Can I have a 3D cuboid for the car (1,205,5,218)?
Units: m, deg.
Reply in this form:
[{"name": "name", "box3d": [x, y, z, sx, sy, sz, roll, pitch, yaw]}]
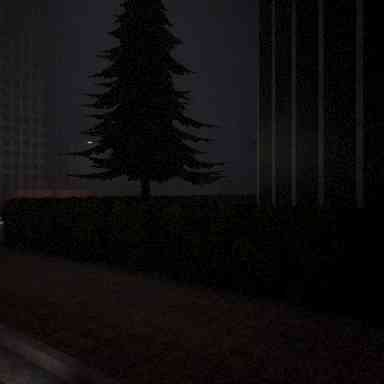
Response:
[{"name": "car", "box3d": [-13.066, 1.558, 28.373, 1.837, 1.490, 4.892, 0, 0, 36]}]
